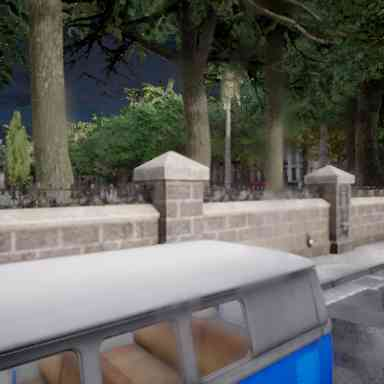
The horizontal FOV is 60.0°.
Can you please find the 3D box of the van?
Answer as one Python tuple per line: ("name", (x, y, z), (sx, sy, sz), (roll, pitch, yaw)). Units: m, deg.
("van", (-0.736, 1.340, 2.079), (3.998, 1.788, 1.690), (0, 0, -39))
